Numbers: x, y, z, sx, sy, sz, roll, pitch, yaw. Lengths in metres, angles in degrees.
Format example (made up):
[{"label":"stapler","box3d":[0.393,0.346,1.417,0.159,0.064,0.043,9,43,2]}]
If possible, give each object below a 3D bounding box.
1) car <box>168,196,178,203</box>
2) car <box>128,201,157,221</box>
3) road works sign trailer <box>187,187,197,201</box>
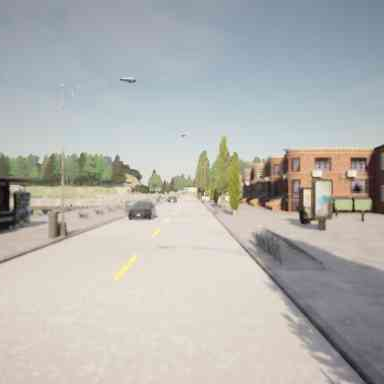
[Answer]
[{"label":"car","box3d":[-3.976,1.562,68.965,2.128,1.511,4.902,0,0,0]},{"label":"car","box3d":[-4.086,1.495,27.898,1.882,1.535,5.008,0,0,0]},{"label":"road works sign trailer","box3d":[0.029,0.517,85.542,2.380,3.560,2.880,0,0,0]}]
